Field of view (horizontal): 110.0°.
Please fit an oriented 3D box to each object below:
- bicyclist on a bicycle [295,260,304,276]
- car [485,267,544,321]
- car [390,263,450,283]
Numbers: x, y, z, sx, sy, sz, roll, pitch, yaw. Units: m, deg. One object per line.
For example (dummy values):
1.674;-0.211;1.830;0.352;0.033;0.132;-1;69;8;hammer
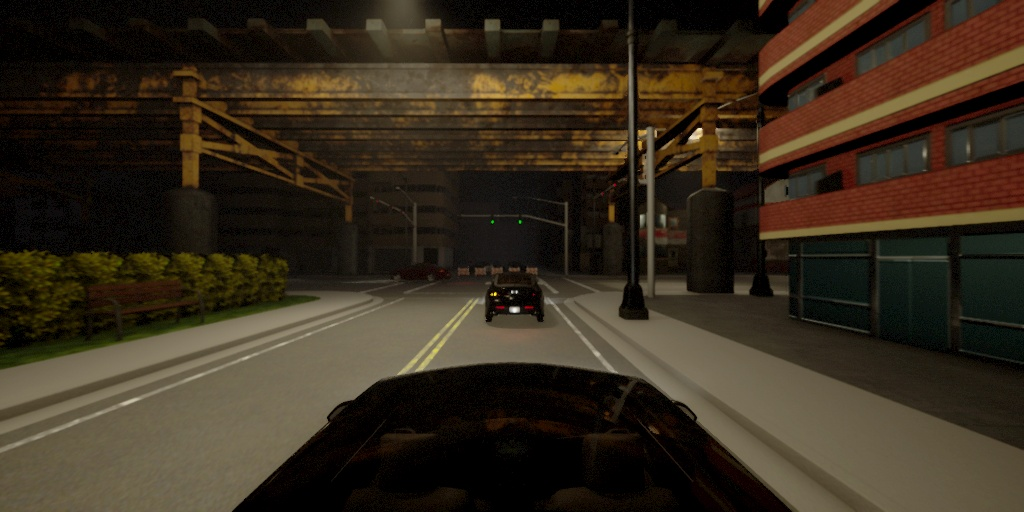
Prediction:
-21.849;1.227;36.858;0.582;1.620;1.656;0;0;0;bicyclist on a bicycle
0.086;1.309;12.718;1.837;1.490;4.892;0;0;0;car
-7.534;1.364;29.378;5.008;1.535;1.882;0;-2;15;car
